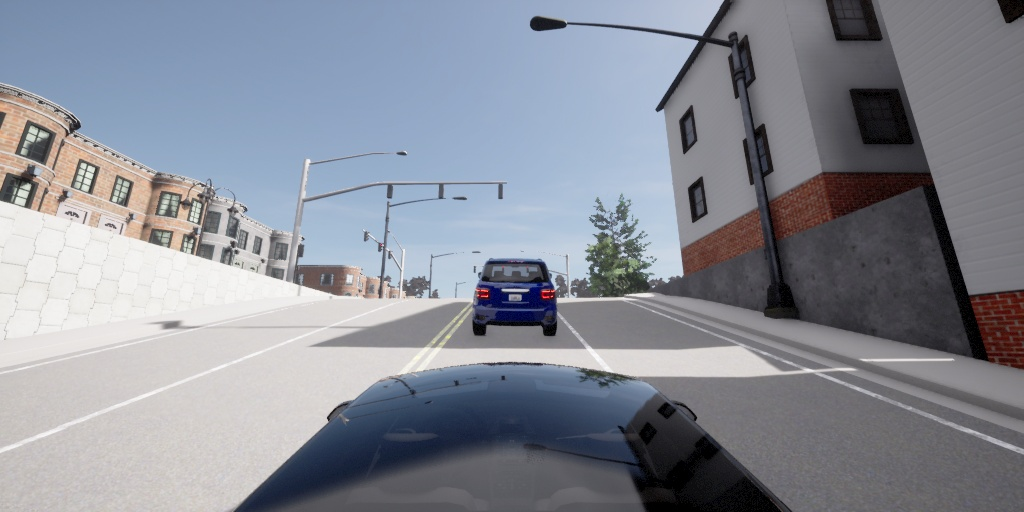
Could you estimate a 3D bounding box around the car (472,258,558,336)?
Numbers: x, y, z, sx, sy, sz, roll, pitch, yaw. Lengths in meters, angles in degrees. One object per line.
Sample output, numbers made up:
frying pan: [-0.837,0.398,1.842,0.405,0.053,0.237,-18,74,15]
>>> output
car: [0.086,1.097,11.008,2.150,2.045,5.566,1,-1,0]
